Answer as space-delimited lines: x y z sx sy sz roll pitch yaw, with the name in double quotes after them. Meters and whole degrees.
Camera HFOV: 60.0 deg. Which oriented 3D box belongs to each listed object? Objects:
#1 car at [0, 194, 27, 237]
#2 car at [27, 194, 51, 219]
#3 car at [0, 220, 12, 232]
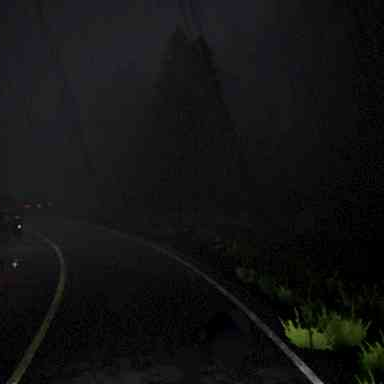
-10.164 1.185 17.181 2.150 2.045 5.566 -1 0 -32 "car"
-13.437 1.143 27.288 2.150 2.045 5.566 -1 1 -43 "car"
-4.664 1.494 5.148 2.128 1.511 4.902 -1 0 -15 "car"
